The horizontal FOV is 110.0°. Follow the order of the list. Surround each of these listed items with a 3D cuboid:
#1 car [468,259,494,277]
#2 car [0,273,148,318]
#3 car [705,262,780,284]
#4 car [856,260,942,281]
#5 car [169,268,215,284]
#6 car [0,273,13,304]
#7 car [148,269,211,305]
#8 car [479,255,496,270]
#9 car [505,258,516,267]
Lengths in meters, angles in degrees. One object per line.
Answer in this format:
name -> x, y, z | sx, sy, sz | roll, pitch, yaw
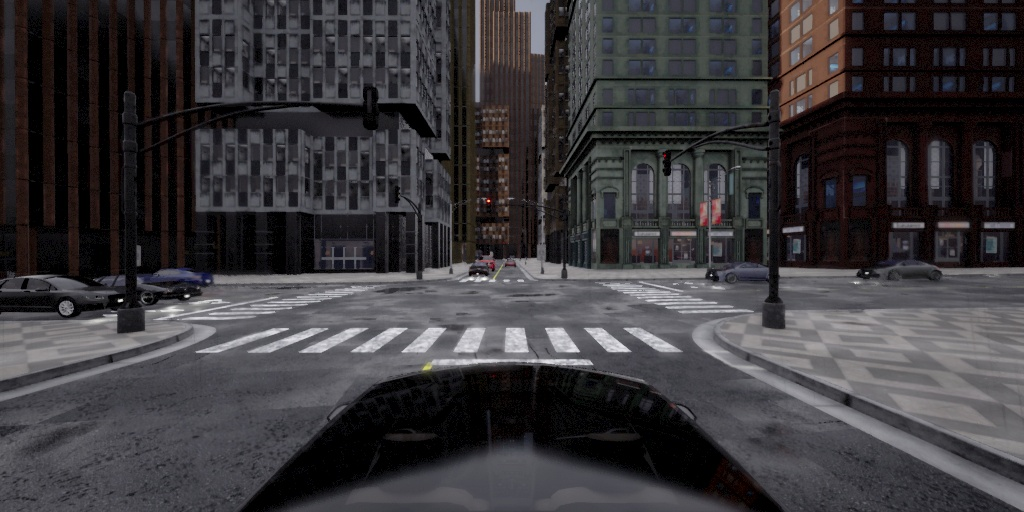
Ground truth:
car -> -3.229, 1.276, 36.183 | 2.033, 1.411, 5.357 | 0, 0, 0
car -> -17.418, 1.492, 13.711 | 4.892, 1.490, 1.837 | -1, 0, 0
car -> 15.195, 1.066, 23.747 | 4.181, 1.385, 1.994 | -1, 0, 0
car -> 25.553, 0.933, 23.765 | 4.181, 1.385, 1.994 | -1, 0, 1
car -> -22.336, 1.528, 23.653 | 4.674, 1.442, 1.812 | -1, 0, 0
car -> -27.346, 1.609, 16.938 | 4.892, 1.490, 1.837 | -1, 0, 0
car -> -17.860, 1.523, 17.017 | 5.357, 1.411, 2.033 | -1, 0, 5
car -> -3.322, 0.934, 46.863 | 2.150, 2.045, 5.566 | 0, 0, -1
car -> -0.276, 1.239, 65.270 | 1.994, 1.385, 4.181 | 0, 0, 0
